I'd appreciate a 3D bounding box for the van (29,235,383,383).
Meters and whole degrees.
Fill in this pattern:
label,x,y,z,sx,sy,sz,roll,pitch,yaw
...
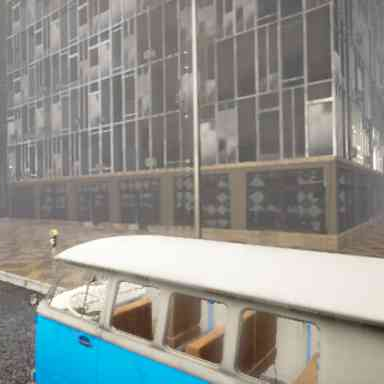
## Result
label,x,y,z,sx,sy,sz,roll,pitch,yaw
van,0.354,1.342,2.644,3.998,1.788,1.690,0,-1,36
